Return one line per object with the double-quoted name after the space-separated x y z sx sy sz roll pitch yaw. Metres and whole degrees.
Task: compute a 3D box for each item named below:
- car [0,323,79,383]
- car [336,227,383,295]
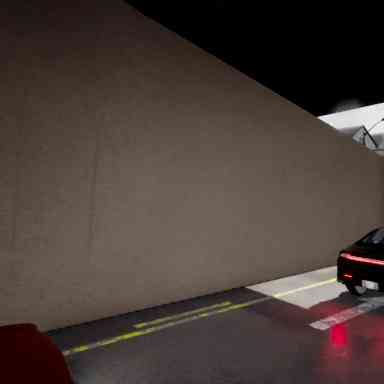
-2.998 1.601 1.687 4.718 1.301 1.895 0 0 -35 "car"
5.244 1.491 7.512 4.902 1.511 2.128 0 0 -35 "car"
